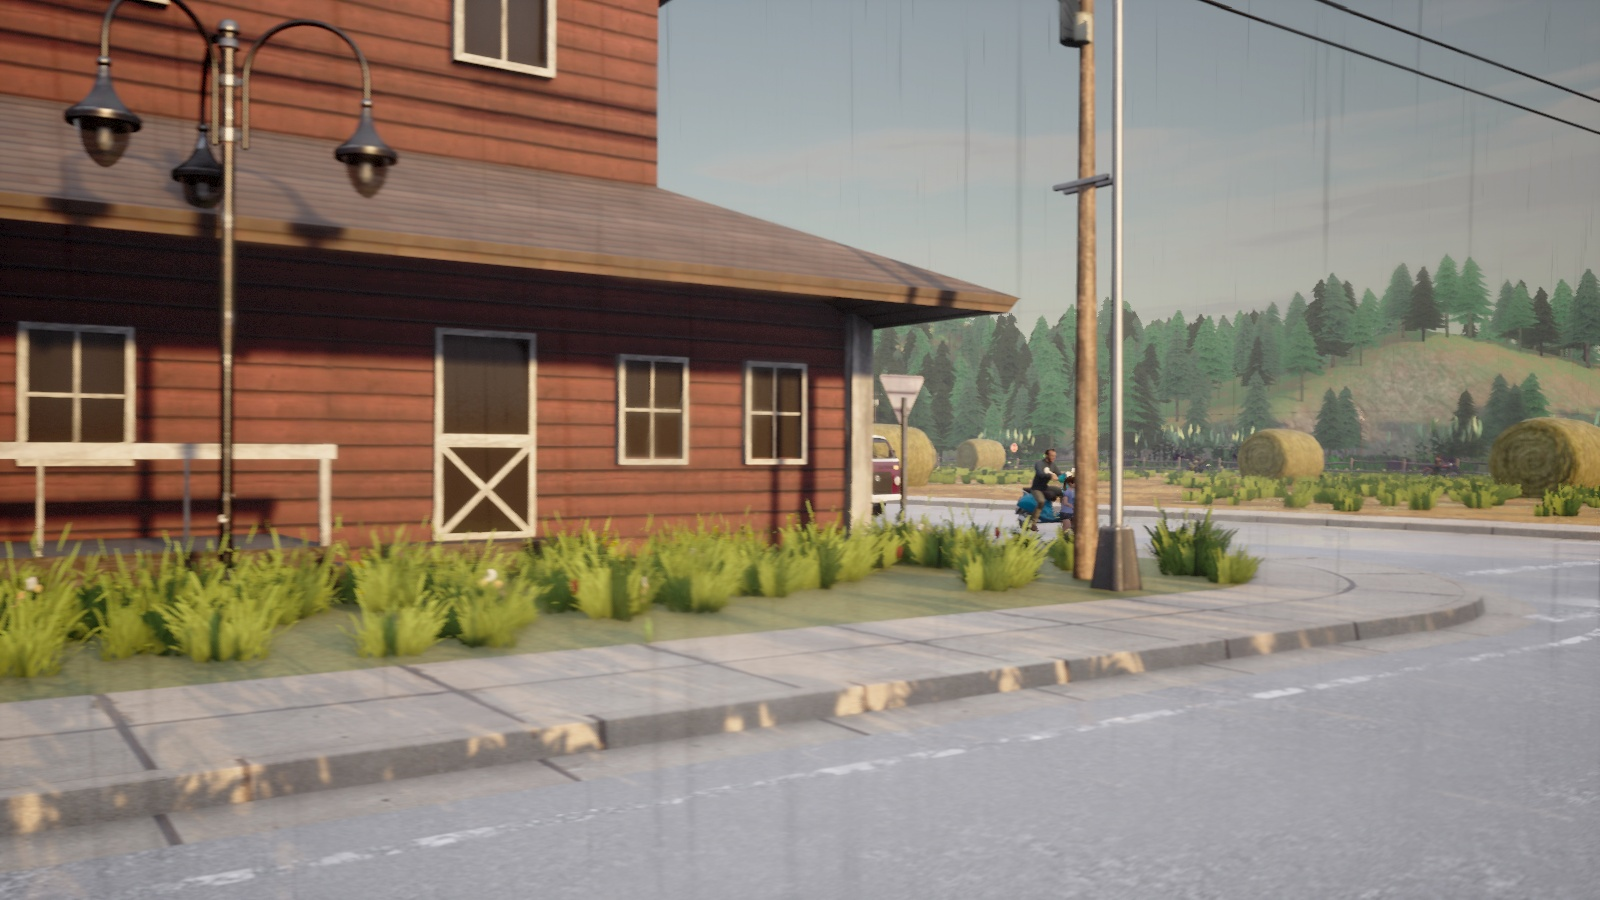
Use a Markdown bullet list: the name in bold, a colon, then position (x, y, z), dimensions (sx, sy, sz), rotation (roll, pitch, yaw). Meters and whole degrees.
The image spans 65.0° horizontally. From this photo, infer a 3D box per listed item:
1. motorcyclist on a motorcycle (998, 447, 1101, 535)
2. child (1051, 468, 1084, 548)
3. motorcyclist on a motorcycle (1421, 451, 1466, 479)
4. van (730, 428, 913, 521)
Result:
- **motorcyclist on a motorcycle**: position (4.730, 0.748, 23.864), dimensions (0.866, 1.590, 1.817), rotation (0, 0, -36)
- **child**: position (3.798, 0.817, 17.834), dimensions (0.394, 1.110, 0.255), rotation (0, 0, 40)
- **motorcyclist on a motorcycle**: position (38.782, 0.884, 75.678), dimensions (0.766, 1.649, 2.350), rotation (0, 0, -32)
- **van**: position (0.422, 0.541, 29.861), dimensions (2.069, 2.038, 4.480), rotation (0, 0, -36)
